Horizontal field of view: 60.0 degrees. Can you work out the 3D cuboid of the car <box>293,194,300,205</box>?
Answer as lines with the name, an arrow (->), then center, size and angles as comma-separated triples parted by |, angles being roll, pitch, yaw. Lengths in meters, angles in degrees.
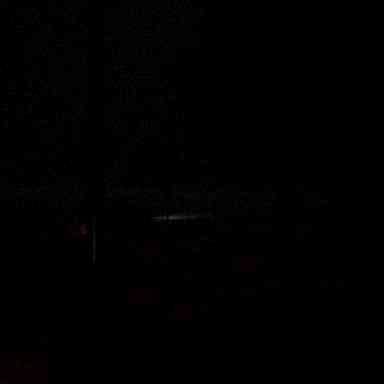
car -> 18.010, 1.269, 60.539 | 2.150, 2.045, 5.566 | 3, 1, 30

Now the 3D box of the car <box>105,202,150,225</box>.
car -> -5.099, 1.474, 24.086 | 2.128, 1.511, 4.902 | 3, 2, 35
